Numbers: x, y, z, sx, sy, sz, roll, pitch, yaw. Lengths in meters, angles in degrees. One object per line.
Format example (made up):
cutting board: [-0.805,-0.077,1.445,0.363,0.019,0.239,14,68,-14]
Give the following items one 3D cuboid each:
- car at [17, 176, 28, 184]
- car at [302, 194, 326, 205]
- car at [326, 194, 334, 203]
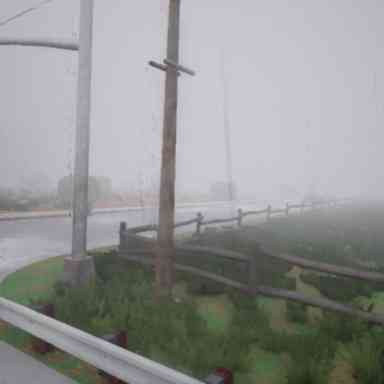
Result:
car: [-40.402,-2.710,79.886,1.905,1.878,3.866,8,2,-13]
car: [16.791,1.004,46.420,1.837,1.490,4.892,3,2,33]
car: [22.282,1.039,54.855,1.994,1.385,4.181,3,2,33]
